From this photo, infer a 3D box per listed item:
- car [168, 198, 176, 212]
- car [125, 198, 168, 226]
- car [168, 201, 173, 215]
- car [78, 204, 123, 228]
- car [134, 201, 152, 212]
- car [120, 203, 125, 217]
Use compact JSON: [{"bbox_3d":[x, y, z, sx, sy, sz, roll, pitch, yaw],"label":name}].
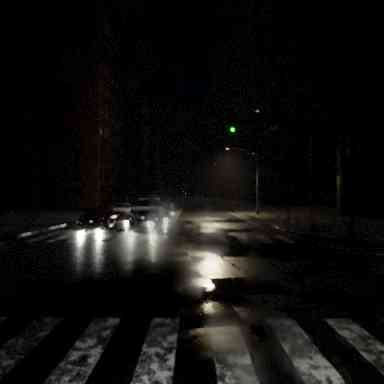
[{"bbox_3d":[-3.389,1.776,46.360,2.097,1.767,4.553,0,-1,0],"label":"car"},{"bbox_3d":[-3.373,1.453,25.561,2.150,2.045,5.566,0,-1,0],"label":"car"},{"bbox_3d":[-3.379,1.927,35.867,1.895,1.301,4.718,0,-1,0],"label":"car"},{"bbox_3d":[-6.614,1.780,23.863,1.994,1.385,4.181,0,-1,1],"label":"car"},{"bbox_3d":[-6.648,1.982,45.643,1.994,1.385,4.181,0,-1,-1],"label":"car"},{"bbox_3d":[-6.631,1.820,32.345,1.812,1.442,4.674,0,-1,0],"label":"car"}]
